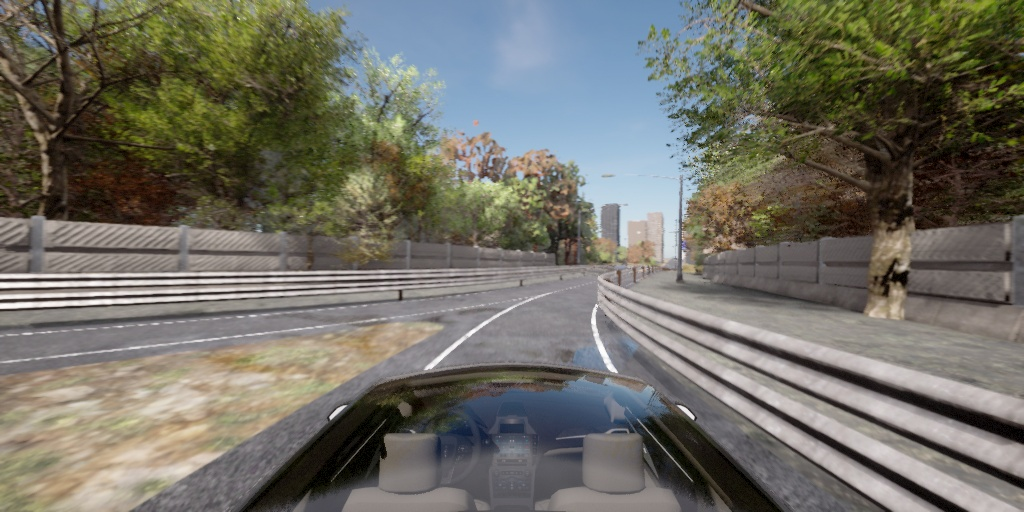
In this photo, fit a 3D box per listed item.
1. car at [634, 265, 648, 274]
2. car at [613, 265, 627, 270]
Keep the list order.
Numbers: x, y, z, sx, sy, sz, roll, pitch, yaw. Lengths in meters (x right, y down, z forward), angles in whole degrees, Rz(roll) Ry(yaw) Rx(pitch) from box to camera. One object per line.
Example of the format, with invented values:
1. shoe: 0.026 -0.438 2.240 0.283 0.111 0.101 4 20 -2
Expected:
1. car: 21.517 2.198 60.022 1.882 1.535 5.008 1 -1 24
2. car: 18.472 2.218 61.207 2.033 1.411 5.357 1 -1 25
